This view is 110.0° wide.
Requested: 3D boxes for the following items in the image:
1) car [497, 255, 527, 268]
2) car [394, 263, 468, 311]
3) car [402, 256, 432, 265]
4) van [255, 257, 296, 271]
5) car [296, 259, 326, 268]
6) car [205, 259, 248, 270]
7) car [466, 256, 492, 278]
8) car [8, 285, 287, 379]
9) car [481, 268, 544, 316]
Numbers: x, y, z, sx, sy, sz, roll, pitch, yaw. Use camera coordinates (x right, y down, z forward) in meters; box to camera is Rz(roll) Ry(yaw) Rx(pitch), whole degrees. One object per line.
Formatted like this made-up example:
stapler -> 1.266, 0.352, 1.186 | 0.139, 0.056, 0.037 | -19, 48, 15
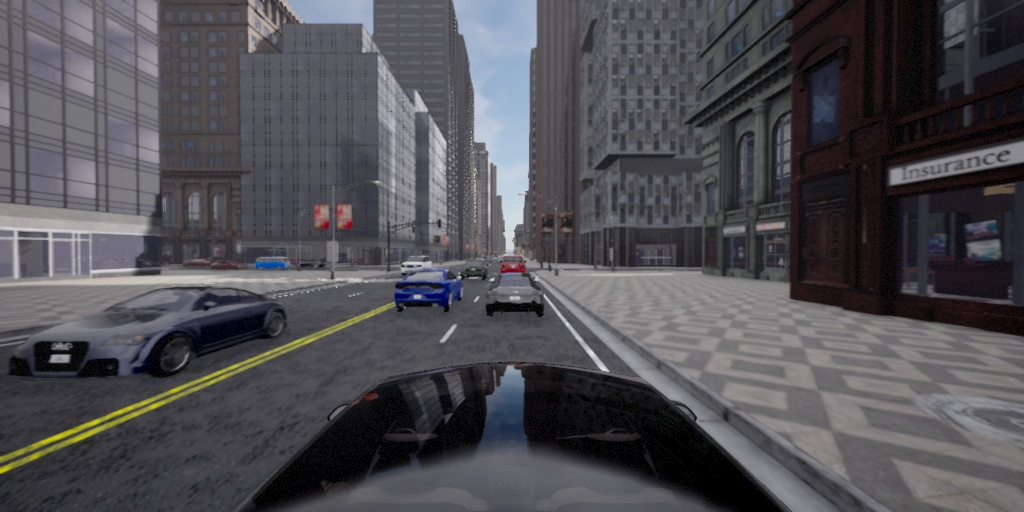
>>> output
car -> 0.091, 0.967, 31.349 | 2.150, 2.045, 5.566 | 0, 0, 0
car -> -3.155, 1.225, 14.441 | 1.882, 1.535, 5.008 | 0, 0, 0
car -> -9.769, 0.972, 37.090 | 2.150, 2.045, 5.566 | 0, 0, 0
van -> -30.563, 1.019, 45.961 | 3.998, 1.789, 1.690 | 0, 0, 0
car -> -30.559, 1.136, 54.486 | 4.313, 1.339, 1.948 | 0, 0, 0
car -> -36.212, 1.230, 45.965 | 4.207, 1.307, 1.802 | 0, 0, 0
car -> -3.159, 1.098, 31.381 | 2.097, 1.767, 4.553 | 0, 0, 0
car -> -6.602, 1.312, 7.232 | 1.994, 1.385, 4.181 | 0, 0, 0
car -> 0.095, 1.311, 13.444 | 1.994, 1.385, 4.181 | 0, 0, 0
